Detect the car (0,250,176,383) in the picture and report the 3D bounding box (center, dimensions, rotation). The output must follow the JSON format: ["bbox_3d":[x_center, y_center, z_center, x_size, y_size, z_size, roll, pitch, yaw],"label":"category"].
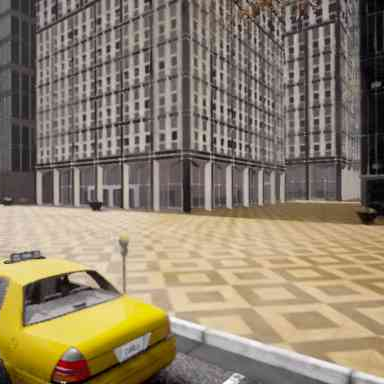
[{"bbox_3d":[-2.466,1.490,4.644,4.829,1.417,1.752,1,-1,35],"label":"car"}]
